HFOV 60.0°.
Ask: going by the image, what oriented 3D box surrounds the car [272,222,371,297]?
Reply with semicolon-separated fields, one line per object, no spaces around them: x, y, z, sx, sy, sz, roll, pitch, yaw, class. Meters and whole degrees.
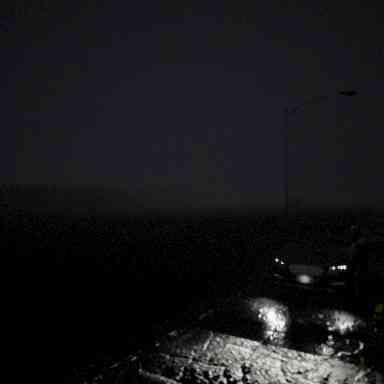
3.735;1.634;9.181;2.128;1.511;4.902;-1;-1;33;car
